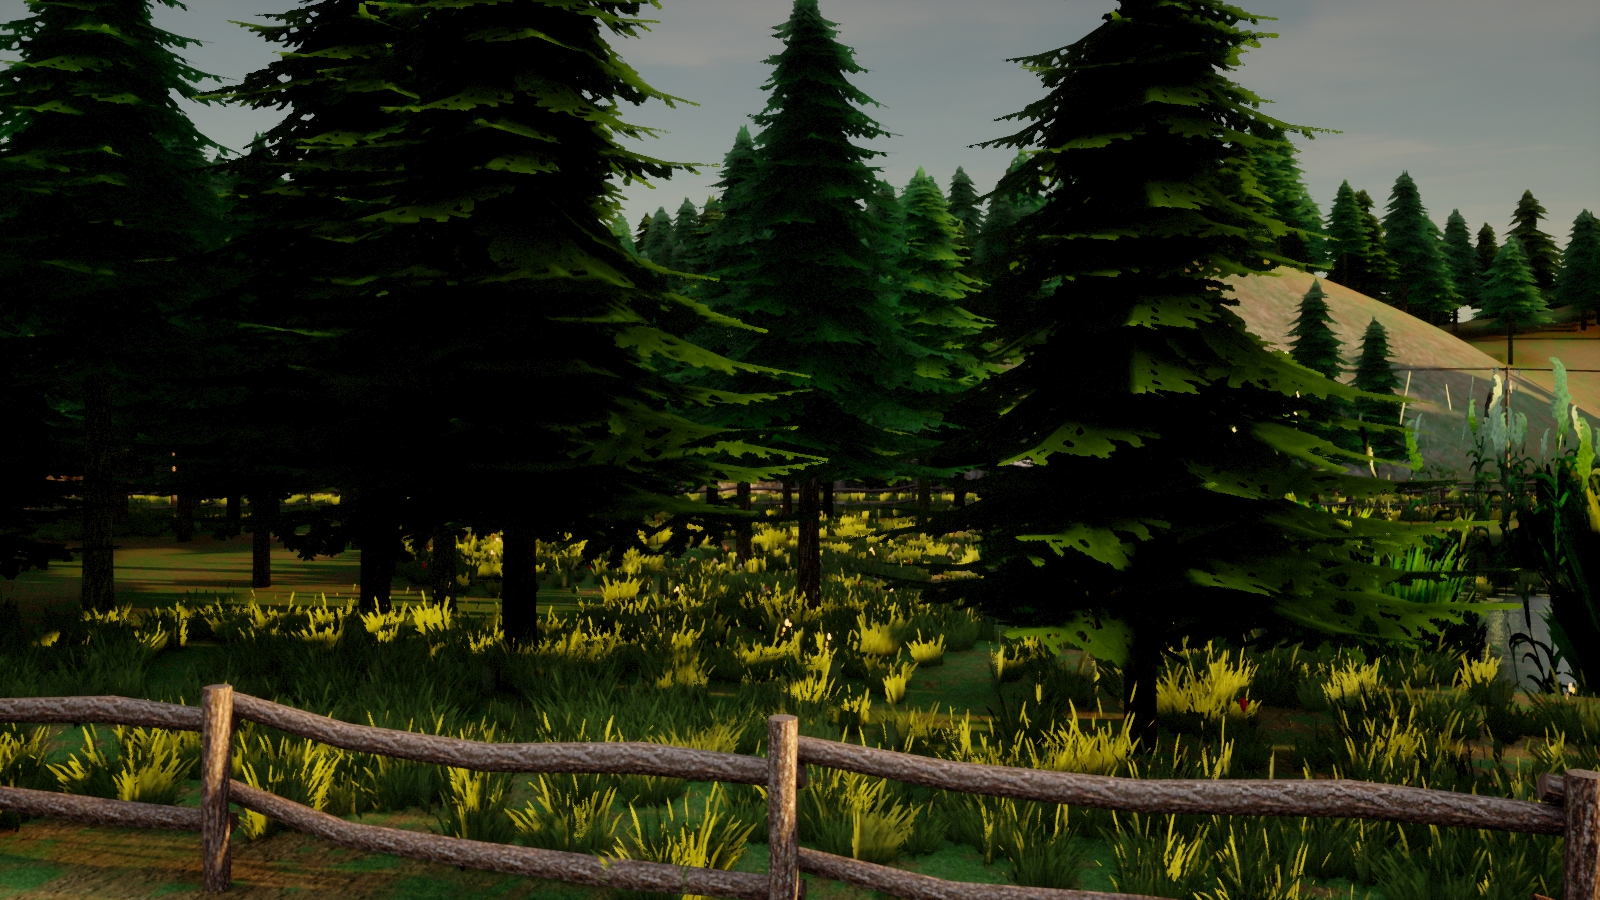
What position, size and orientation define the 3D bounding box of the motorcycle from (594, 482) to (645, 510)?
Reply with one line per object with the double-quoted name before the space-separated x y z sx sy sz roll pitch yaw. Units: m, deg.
"motorcycle" -8.546 2.178 54.108 2.209 1.251 0.867 0 0 14
